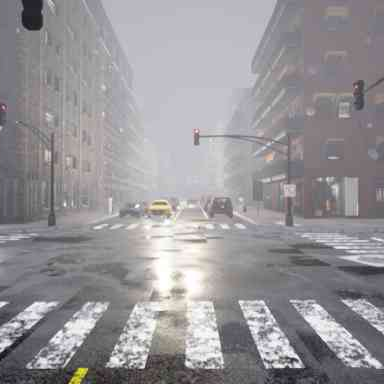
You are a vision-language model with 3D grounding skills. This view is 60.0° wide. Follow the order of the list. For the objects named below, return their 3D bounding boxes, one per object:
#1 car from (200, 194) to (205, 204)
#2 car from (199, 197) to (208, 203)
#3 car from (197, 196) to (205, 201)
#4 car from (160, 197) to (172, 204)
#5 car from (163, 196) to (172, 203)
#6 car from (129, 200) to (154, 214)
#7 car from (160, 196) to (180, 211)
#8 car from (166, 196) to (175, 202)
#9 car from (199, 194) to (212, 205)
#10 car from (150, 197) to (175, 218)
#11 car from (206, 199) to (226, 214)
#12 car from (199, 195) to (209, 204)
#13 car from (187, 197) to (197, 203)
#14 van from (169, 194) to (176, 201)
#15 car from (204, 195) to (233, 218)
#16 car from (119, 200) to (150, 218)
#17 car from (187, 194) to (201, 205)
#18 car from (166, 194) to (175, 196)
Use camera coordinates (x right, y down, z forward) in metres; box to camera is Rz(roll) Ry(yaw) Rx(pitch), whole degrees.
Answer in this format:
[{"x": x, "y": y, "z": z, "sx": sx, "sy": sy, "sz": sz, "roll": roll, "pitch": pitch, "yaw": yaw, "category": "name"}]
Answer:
[{"x": 2.532, "y": 1.328, "z": 41.256, "sx": 2.192, "sy": 1.841, "sz": 5.009, "roll": 1, "pitch": 0, "yaw": 0, "category": "car"}, {"x": 2.481, "y": 1.715, "z": 74.614, "sx": 1.802, "sy": 1.307, "sz": 4.206, "roll": 1, "pitch": 0, "yaw": 0, "category": "car"}, {"x": 2.460, "y": 1.797, "z": 91.305, "sx": 1.947, "sy": 1.339, "sz": 4.313, "roll": 1, "pitch": 0, "yaw": 0, "category": "car"}, {"x": -5.391, "y": 1.654, "z": 69.008, "sx": 2.008, "sy": 1.369, "sz": 4.403, "roll": 1, "pitch": 0, "yaw": 0, "category": "car"}, {"x": -5.397, "y": 1.658, "z": 74.400, "sx": 1.752, "sy": 1.417, "sz": 4.829, "roll": 1, "pitch": 0, "yaw": 0, "category": "car"}, {"x": -5.344, "y": 1.574, "z": 35.637, "sx": 1.947, "sy": 1.339, "sz": 4.313, "roll": 1, "pitch": 0, "yaw": 0, "category": "car"}, {"x": -2.899, "y": 1.576, "z": 40.566, "sx": 1.994, "sy": 1.385, "sz": 4.181, "roll": 0, "pitch": 0, "yaw": 0, "category": "car"}, {"x": -5.413, "y": 1.749, "z": 85.699, "sx": 2.008, "sy": 1.369, "sz": 4.403, "roll": 1, "pitch": 0, "yaw": 0, "category": "car"}, {"x": 2.500, "y": 1.391, "z": 63.490, "sx": 2.192, "sy": 1.841, "sz": 5.009, "roll": 1, "pitch": 0, "yaw": 0, "category": "car"}, {"x": -2.886, "y": 1.483, "z": 30.583, "sx": 1.882, "sy": 1.535, "sz": 5.008, "roll": 0, "pitch": 0, "yaw": 0, "category": "car"}, {"x": 2.536, "y": 1.534, "z": 35.861, "sx": 1.752, "sy": 1.417, "sz": 4.829, "roll": 1, "pitch": 0, "yaw": 0, "category": "car"}, {"x": 2.491, "y": 1.544, "z": 69.054, "sx": 1.967, "sy": 1.590, "sz": 4.097, "roll": 1, "pitch": 0, "yaw": 0, "category": "car"}, {"x": -0.027, "y": 1.672, "z": 70.325, "sx": 1.994, "sy": 1.385, "sz": 4.181, "roll": 0, "pitch": 0, "yaw": 0, "category": "car"}, {"x": -5.417, "y": 1.572, "z": 91.264, "sx": 1.690, "sy": 1.788, "sz": 3.998, "roll": 1, "pitch": 0, "yaw": 0, "category": "van"}, {"x": 2.547, "y": 1.321, "z": 30.132, "sx": 2.192, "sy": 1.841, "sz": 5.009, "roll": 1, "pitch": 0, "yaw": 0, "category": "car"}, {"x": -5.337, "y": 1.572, "z": 30.075, "sx": 1.947, "sy": 1.339, "sz": 4.313, "roll": 1, "pitch": 0, "yaw": 0, "category": "car"}, {"x": 0.024, "y": 1.554, "z": 60.091, "sx": 2.128, "sy": 1.511, "sz": 4.902, "roll": 0, "pitch": 0, "yaw": 0, "category": "car"}, {"x": -2.903, "y": 1.537, "z": 52.865, "sx": 1.837, "sy": 1.490, "sz": 4.892, "roll": 0, "pitch": 1, "yaw": 0, "category": "car"}]
